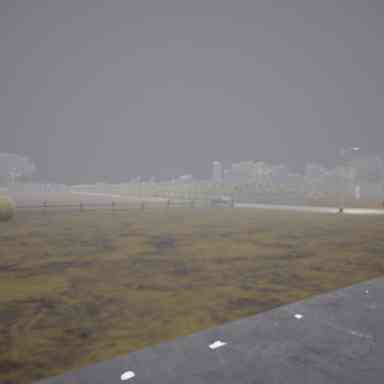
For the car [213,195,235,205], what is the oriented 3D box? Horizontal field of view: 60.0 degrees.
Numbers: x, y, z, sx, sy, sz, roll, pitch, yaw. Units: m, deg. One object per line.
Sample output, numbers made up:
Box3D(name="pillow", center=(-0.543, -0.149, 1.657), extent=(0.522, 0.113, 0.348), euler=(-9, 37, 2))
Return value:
Box3D(name="car", center=(5.772, 1.391, 60.560), extent=(2.097, 1.767, 4.553), euler=(-1, 1, -35))
